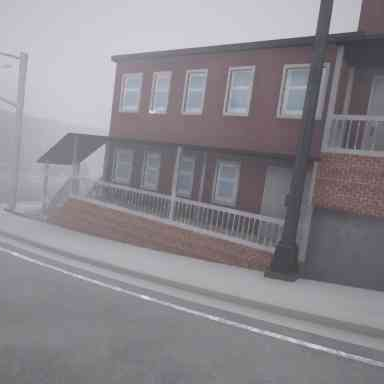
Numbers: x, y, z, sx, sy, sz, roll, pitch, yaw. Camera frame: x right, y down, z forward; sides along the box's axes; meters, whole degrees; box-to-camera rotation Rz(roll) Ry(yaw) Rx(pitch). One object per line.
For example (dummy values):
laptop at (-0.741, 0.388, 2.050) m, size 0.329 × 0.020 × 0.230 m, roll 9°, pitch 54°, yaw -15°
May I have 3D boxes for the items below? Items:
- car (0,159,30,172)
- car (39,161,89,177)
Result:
car at (-20.357, -2.948, 36.220) m, size 1.895 × 1.301 × 4.718 m, roll 11°, pitch 7°, yaw 35°
car at (-14.545, -2.756, 38.284) m, size 2.150 × 2.045 × 5.566 m, roll 11°, pitch 6°, yaw 35°
